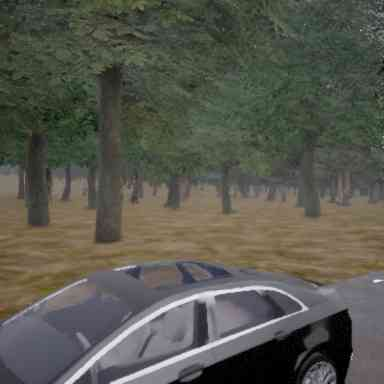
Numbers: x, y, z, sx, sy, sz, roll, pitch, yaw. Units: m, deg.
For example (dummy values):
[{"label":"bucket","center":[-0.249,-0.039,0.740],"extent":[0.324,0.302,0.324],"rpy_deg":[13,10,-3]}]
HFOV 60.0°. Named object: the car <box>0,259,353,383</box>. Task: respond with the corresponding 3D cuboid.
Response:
[{"label":"car","center":[-0.478,1.493,3.037],"extent":[4.902,1.511,2.128],"rpy_deg":[0,0,-36]}]
